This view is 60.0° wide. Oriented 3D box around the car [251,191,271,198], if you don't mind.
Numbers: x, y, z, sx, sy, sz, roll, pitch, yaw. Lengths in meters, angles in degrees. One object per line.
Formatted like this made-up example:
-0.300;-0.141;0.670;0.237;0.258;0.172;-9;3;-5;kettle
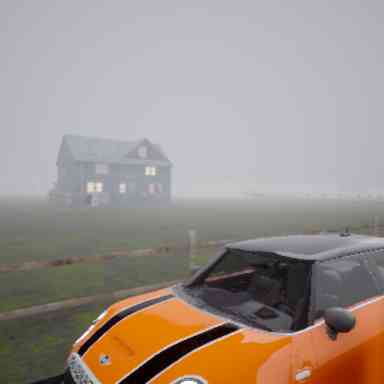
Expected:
15.194;0.619;73.213;2.128;1.511;4.902;0;1;-35;car

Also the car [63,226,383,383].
0.992;1.353;3.777;4.553;1.767;2.097;0;0;-35;car
